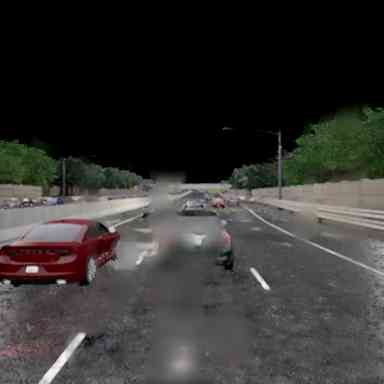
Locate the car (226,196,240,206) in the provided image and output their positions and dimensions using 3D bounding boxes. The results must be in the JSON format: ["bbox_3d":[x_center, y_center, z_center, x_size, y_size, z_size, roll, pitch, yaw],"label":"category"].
[{"bbox_3d":[7.304,1.631,58.865,2.128,1.511,4.902,0,0,2],"label":"car"}]

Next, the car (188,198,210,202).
[{"bbox_3d":[0.214,1.547,29.716,2.128,1.511,4.902,0,0,0],"label":"car"}]

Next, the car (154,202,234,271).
[{"bbox_3d":[0.124,1.372,11.097,2.097,1.767,4.553,0,0,0],"label":"car"}]

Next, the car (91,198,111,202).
[{"bbox_3d":[-13.755,1.637,51.853,1.812,1.442,4.674,0,0,1],"label":"car"}]

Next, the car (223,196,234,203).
[{"bbox_3d":[7.542,1.597,69.560,1.994,1.385,4.181,0,0,1],"label":"car"}]

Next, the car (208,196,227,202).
[{"bbox_3d":[3.789,1.703,49.856,1.895,1.301,4.718,0,0,1],"label":"car"}]

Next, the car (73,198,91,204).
[{"bbox_3d":[-17.244,1.675,52.398,1.994,1.385,4.181,0,0,1],"label":"car"}]

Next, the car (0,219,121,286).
[{"bbox_3d":[-3.381,1.495,9.515,1.882,1.535,5.008,0,0,0],"label":"car"}]

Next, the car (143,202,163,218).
[{"bbox_3d":[-3.281,1.620,30.486,1.994,1.385,4.181,0,0,0],"label":"car"}]

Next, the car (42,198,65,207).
[{"bbox_3d":[-20.776,1.630,50.284,1.812,1.442,4.674,0,0,1],"label":"car"}]

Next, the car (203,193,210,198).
[{"bbox_3d":[4.250,1.724,82.463,1.882,1.535,5.008,0,0,1],"label":"car"}]

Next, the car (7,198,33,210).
[{"bbox_3d":[-23.626,1.582,45.825,2.128,1.511,4.902,0,0,-2],"label":"car"}]
